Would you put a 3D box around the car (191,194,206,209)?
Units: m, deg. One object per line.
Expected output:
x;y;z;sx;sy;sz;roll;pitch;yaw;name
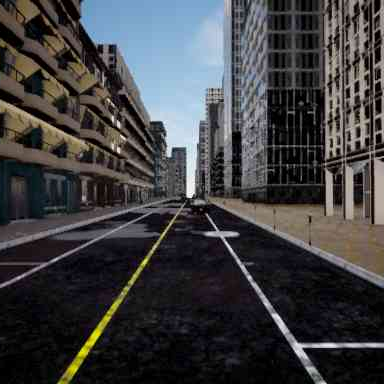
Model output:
0.897;1.401;50.356;2.150;2.045;5.566;0;0;0;car

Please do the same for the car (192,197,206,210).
0.899;1.537;44.515;1.801;1.575;5.366;0;0;0;car

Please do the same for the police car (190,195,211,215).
0.899;1.477;34.433;1.930;1.638;5.238;0;0;0;police car
